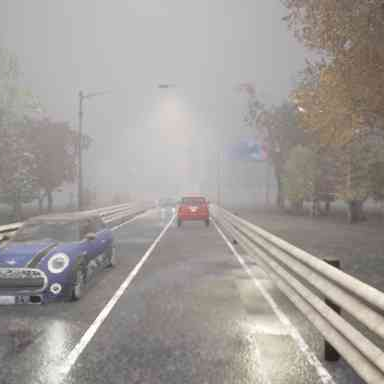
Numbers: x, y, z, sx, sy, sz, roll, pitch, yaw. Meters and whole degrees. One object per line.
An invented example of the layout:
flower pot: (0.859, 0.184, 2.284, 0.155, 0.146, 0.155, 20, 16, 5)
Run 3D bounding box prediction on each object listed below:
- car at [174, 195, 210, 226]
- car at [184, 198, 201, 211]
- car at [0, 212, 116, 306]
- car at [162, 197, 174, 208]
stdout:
car: (0.109, 1.259, 23.995, 2.150, 2.045, 5.566, 0, 0, 0)
car: (0.075, 1.564, 42.627, 2.128, 1.511, 4.902, 0, 0, 0)
car: (-3.350, 1.360, 8.255, 2.097, 1.767, 4.553, 0, 0, 0)
car: (-3.358, 1.588, 49.198, 1.837, 1.490, 4.892, 0, 0, 0)
